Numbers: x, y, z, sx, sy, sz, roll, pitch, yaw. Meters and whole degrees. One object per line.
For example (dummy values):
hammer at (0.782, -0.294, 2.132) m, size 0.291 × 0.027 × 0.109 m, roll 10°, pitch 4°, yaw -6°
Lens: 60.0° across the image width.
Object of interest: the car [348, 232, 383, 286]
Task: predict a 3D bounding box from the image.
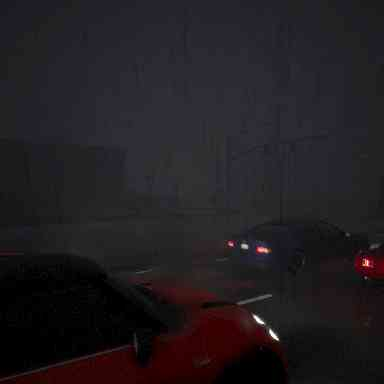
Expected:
car at (6.079, 1.601, 8.122) m, size 4.718 × 1.301 × 1.895 m, roll 0°, pitch 0°, yaw -35°

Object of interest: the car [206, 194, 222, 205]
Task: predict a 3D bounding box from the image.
car at (2.404, 1.547, 57.797) m, size 2.033 × 1.411 × 5.357 m, roll 0°, pitch 0°, yaw -36°

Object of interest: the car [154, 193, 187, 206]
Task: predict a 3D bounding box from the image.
car at (-3.628, 1.221, 54.183) m, size 2.150 × 2.045 × 5.566 m, roll 0°, pitch 0°, yaw -35°

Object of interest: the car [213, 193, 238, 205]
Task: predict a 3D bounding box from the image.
car at (5.659, 1.222, 59.287) m, size 2.150 × 2.045 × 5.566 m, roll 0°, pitch 0°, yaw -36°

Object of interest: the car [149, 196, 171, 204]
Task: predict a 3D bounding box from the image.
car at (-6.183, 1.505, 63.707) m, size 1.837 × 1.490 × 4.892 m, roll 0°, pitch 0°, yaw -36°

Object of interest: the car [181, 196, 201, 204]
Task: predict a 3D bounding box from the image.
car at (-0.220, 1.564, 67.440) m, size 1.994 × 1.385 × 4.181 m, roll 0°, pitch 0°, yaw -37°

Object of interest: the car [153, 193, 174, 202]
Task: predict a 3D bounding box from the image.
car at (-6.500, 1.225, 76.123) m, size 2.150 × 2.045 × 5.566 m, roll 0°, pitch 0°, yaw -36°

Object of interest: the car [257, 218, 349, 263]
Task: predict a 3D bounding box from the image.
car at (3.507, 1.547, 10.593) m, size 5.357 × 1.411 × 2.033 m, roll 0°, pitch 0°, yaw -35°

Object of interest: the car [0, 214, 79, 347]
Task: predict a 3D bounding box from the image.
car at (-4.310, 1.352, 4.972) m, size 4.553 × 1.767 × 2.097 m, roll 0°, pitch 0°, yaw -35°

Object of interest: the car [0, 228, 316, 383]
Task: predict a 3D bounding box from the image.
car at (-1.252, 1.352, 2.854) m, size 4.553 × 1.767 × 2.097 m, roll 0°, pitch 0°, yaw -35°

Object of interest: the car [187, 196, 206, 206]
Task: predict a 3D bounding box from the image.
car at (-0.596, 1.547, 55.968) m, size 2.033 × 1.411 × 5.357 m, roll 0°, pitch 0°, yaw -36°
